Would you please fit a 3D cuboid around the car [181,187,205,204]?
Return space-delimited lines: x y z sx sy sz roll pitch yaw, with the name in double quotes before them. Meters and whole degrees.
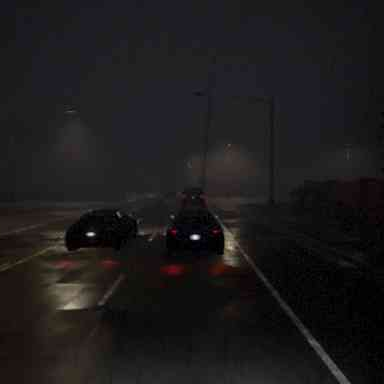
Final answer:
"car" 0.105 0.531 31.897 2.150 2.045 5.566 0 1 0

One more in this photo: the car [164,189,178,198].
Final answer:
"car" -3.394 0.233 53.405 1.837 1.490 4.892 0 1 0

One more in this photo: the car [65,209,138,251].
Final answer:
"car" -3.398 1.352 13.163 1.994 1.385 4.181 0 1 0

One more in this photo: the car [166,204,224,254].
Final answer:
"car" 0.102 1.365 12.544 1.994 1.385 4.181 0 1 0
